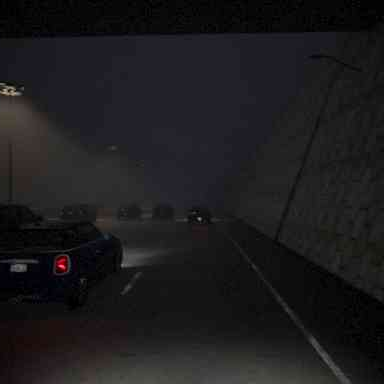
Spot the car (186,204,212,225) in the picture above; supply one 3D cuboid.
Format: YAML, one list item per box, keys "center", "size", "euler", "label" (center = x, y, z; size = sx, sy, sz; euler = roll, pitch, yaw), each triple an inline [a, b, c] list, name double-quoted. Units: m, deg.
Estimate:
- center: [0.606, 1.841, 27.231]
  size: [1.837, 1.490, 4.892]
  euler: [0, -2, 1]
  label: "car"

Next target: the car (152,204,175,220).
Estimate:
- center: [-2.786, 1.919, 33.416]
  size: [1.882, 1.535, 5.008]
  euler: [0, -1, 1]
  label: "car"

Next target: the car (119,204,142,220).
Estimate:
- center: [-6.279, 1.962, 33.809]
  size: [2.128, 1.511, 4.902]
  euler: [0, -1, 1]
  label: "car"

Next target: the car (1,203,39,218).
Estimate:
- center: [-20.359, 2.147, 39.647]
  size: [1.837, 1.490, 4.892]
  euler: [0, -1, 1]
  label: "car"

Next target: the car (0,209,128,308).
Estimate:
- center: [-3.229, 1.482, 8.411]
  size: [2.097, 1.767, 4.553]
  euler: [0, -1, 1]
  label: "car"

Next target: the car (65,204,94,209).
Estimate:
- center: [-9.861, 1.790, 29.247]
  size: [2.097, 1.767, 4.553]
  euler: [0, -1, 1]
  label: "car"

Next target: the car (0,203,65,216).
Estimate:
- center: [-6.678, 1.414, 11.451]
  size: [2.150, 2.045, 5.566]
  euler: [0, -1, 1]
  label: "car"

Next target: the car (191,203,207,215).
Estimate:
- center: [0.860, 2.120, 41.552]
  size: [1.895, 1.301, 4.718]
  euler: [0, -1, 1]
  label: "car"

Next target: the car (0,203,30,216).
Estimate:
- center: [-23.764, 2.266, 43.875]
  size: [2.033, 1.411, 5.357]
  euler: [0, -1, 1]
  label: "car"
